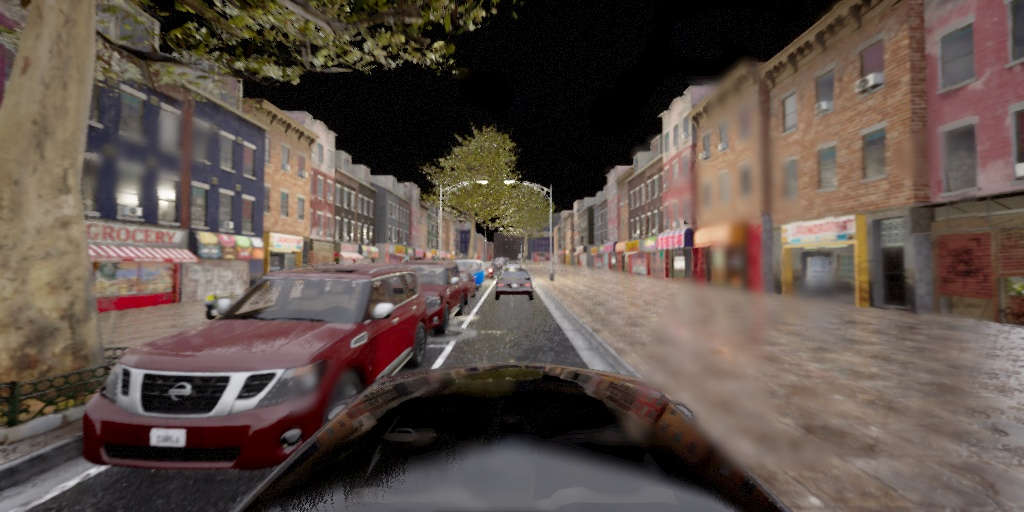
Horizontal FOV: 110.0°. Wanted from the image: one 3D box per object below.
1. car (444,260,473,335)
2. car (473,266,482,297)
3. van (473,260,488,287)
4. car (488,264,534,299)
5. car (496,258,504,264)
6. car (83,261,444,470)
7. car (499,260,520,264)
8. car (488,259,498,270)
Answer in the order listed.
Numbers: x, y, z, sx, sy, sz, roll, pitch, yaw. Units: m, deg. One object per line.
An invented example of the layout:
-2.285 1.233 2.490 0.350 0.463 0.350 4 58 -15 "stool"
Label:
-2.630 1.078 10.783 2.192 1.841 5.009 0 0 0 "car"
-2.626 1.318 16.318 1.888 1.381 4.507 0 0 0 "car"
-2.622 1.122 21.853 1.690 1.789 3.998 0 0 0 "van"
0.105 1.324 18.085 2.033 1.411 5.357 0 0 0 "car"
-2.598 1.429 55.064 1.802 1.307 4.207 0 0 0 "car"
-2.634 1.070 5.248 2.192 1.841 5.009 0 0 0 "car"
0.126 1.350 33.931 2.033 1.411 5.357 0 0 0 "car"
-2.614 1.240 32.924 1.967 1.591 4.097 0 0 0 "car"
